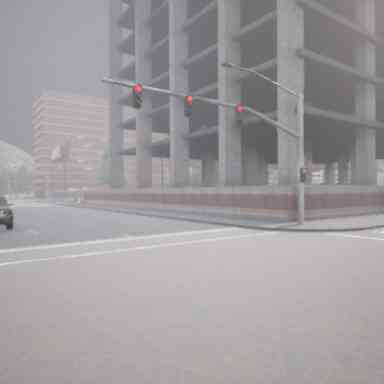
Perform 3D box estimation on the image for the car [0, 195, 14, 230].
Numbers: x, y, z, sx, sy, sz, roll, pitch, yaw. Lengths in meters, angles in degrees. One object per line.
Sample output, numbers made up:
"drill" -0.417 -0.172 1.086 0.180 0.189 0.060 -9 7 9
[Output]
"car" -12.474 1.207 20.498 2.150 2.045 5.566 -1 0 -35
